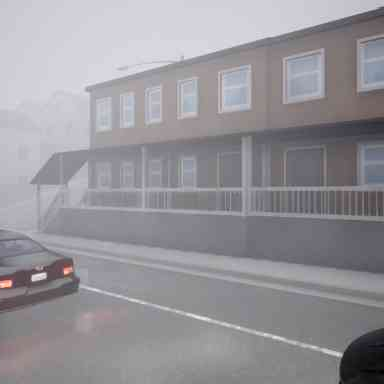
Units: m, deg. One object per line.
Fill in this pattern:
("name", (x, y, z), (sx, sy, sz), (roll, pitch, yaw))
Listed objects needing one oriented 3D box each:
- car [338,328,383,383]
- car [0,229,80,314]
("car", (3.387, 1.478, 1.573), (5.008, 1.535, 1.882), (0, 0, 35))
("car", (-4.737, 1.547, 7.343), (5.357, 1.411, 2.033), (0, 0, 36))
